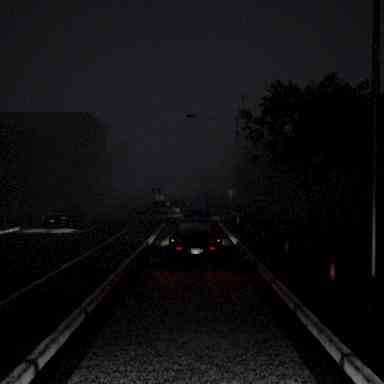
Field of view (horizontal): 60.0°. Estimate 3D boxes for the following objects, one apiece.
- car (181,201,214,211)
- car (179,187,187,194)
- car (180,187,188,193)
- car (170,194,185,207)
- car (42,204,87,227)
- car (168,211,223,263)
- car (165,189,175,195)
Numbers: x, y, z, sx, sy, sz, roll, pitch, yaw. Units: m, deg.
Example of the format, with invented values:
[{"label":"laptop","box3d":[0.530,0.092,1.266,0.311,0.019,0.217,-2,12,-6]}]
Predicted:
[{"label":"car","box3d":[0.584,1.609,25.445,1.882,1.535,5.008,0,0,5]},{"label":"car","box3d":[-2.257,-0.199,83.806,1.882,1.535,5.008,0,2,0]},{"label":"car","box3d":[-2.271,-0.619,94.636,2.128,1.511,4.902,0,2,0]},{"label":"car","box3d":[-1.911,1.318,45.064,1.895,1.301,4.718,0,1,-6]},{"label":"car","box3d":[-9.079,1.629,24.026,1.837,1.490,4.892,0,0,0]},{"label":"car","box3d":[0.117,1.655,12.417,1.812,1.442,4.674,0,-1,0]},{"label":"car","box3d":[-5.251,-0.015,79.447,1.812,1.442,4.674,0,2,0]}]
